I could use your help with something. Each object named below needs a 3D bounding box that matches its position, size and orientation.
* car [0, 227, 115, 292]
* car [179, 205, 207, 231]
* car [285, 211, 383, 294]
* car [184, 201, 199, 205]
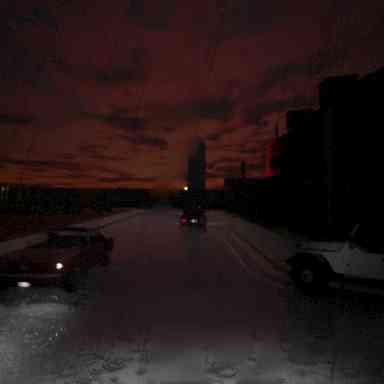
[{"bbox_3d":[-3.601,1.708,9.338,1.895,1.301,4.718,1,-1,0],"label":"car"},{"bbox_3d":[0.090,1.876,23.174,2.033,1.411,5.357,1,-1,0],"label":"car"},{"bbox_3d":[4.170,1.329,7.385,1.905,1.878,3.866,-6,2,-42],"label":"car"},{"bbox_3d":[0.078,1.887,39.889,2.097,1.767,4.553,1,-1,0],"label":"car"}]
